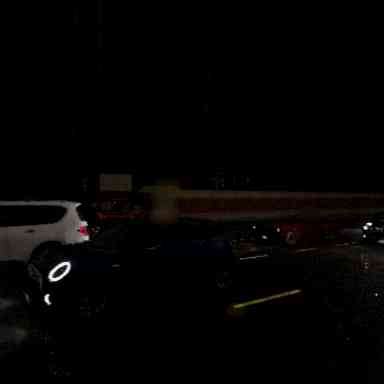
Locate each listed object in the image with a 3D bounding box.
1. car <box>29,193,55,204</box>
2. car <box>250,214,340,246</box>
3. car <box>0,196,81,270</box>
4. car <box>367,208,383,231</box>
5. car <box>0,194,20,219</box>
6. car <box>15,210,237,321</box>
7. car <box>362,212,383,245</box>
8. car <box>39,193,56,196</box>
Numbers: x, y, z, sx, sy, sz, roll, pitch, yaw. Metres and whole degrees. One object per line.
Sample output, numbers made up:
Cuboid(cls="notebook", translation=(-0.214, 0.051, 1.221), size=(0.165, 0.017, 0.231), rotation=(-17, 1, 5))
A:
Cuboid(cls="car", translation=(-26.613, 1.164, 59.073), size=(3.866, 1.878, 1.905), rotation=(1, 0, -36))
Cuboid(cls="car", translation=(5.044, 1.731, 16.111), size=(4.718, 1.301, 1.895), rotation=(1, 0, -35))
Cuboid(cls="car", translation=(-5.516, 1.215, 8.665), size=(5.566, 2.045, 2.150), rotation=(1, -1, -35))
Cuboid(cls="car", translation=(13.822, 1.809, 22.258), size=(4.181, 1.385, 1.994), rotation=(1, 0, -35))
Cuboid(cls="car", translation=(-15.725, 1.132, 25.924), size=(3.866, 1.878, 1.905), rotation=(1, 0, -36))
Cuboid(cls="car", translation=(-1.190, 1.377, 7.431), size=(4.553, 1.767, 2.097), rotation=(1, 0, -35))
Cuboid(cls="car", translation=(9.759, 1.522, 15.143), size=(4.553, 1.767, 2.097), rotation=(1, 0, -35))
Cuboid(cls="car", translation=(-24.901, 1.168, 56.682), size=(3.866, 1.878, 1.905), rotation=(1, 0, -36))
